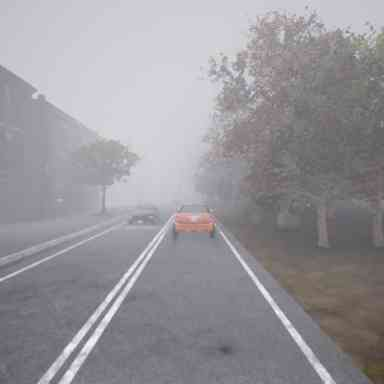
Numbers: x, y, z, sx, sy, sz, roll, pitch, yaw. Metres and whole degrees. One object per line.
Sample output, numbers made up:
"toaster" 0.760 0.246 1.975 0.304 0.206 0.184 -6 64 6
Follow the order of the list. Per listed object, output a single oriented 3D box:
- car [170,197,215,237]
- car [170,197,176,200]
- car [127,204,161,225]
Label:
"car" 0.098 1.353 18.182 2.097 1.767 4.553 0 0 0
"car" -3.174 1.696 64.686 1.837 1.490 4.892 0 1 1
"car" -3.354 1.549 24.200 2.033 1.411 5.357 0 0 0
